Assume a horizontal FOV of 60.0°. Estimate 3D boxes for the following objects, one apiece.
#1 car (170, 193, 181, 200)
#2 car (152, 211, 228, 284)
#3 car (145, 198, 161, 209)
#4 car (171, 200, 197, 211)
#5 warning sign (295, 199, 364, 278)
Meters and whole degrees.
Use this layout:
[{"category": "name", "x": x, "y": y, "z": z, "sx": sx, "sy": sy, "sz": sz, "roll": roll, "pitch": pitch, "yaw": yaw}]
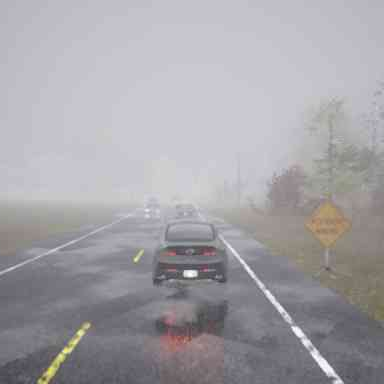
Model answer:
[{"category": "car", "x": -3.853, "y": 1.240, "z": 78.720, "sx": 2.150, "sy": 2.045, "sz": 5.566, "roll": 0, "pitch": 0, "yaw": -7}, {"category": "car", "x": -0.058, "y": 1.529, "z": 9.679, "sx": 1.837, "sy": 1.490, "sz": 4.892, "roll": 0, "pitch": 0, "yaw": -1}, {"category": "car", "x": -5.434, "y": 1.566, "z": 46.508, "sx": 1.837, "sy": 1.490, "sz": 4.892, "roll": 0, "pitch": 0, "yaw": -4}, {"category": "car", "x": -0.555, "y": 1.599, "z": 26.185, "sx": 2.033, "sy": 1.411, "sz": 5.357, "roll": 0, "pitch": 0, "yaw": -2}, {"category": "warning sign", "x": 3.490, "y": 1.135, "z": 8.594, "sx": 1.300, "sy": 1.860, "sz": 1.060, "roll": 1, "pitch": 1, "yaw": -1}]
